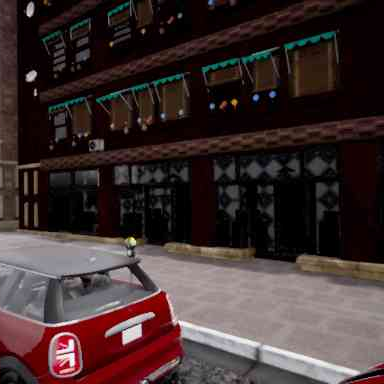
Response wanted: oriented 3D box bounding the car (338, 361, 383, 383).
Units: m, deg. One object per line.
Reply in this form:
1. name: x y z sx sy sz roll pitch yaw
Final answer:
1. car: 2.434 1.438 1.155 4.097 1.590 1.967 0 -1 36

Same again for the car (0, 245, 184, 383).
1. car: -2.174 1.440 4.442 4.097 1.590 1.967 0 -1 36
